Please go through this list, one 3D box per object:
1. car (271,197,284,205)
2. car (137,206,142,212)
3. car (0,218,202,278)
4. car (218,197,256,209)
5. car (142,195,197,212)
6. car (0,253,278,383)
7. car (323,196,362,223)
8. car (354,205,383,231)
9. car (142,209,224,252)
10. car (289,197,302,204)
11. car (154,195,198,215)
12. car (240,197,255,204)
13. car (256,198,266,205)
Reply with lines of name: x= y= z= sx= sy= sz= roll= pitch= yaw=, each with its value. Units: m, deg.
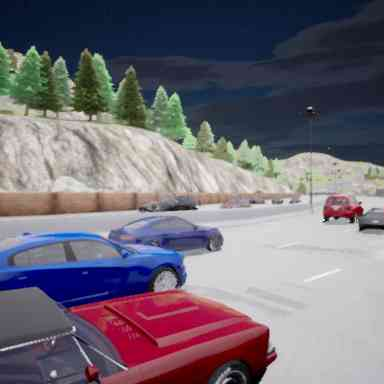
car: x=17.430 y=1.802 z=67.516 sx=1.837 sy=1.490 sz=4.892 roll=0 pitch=0 yaw=25
car: x=-4.155 y=1.746 z=40.152 sx=2.033 sy=1.411 sz=5.357 roll=0 pitch=0 yaw=33
car: x=-2.397 y=1.514 z=6.651 sx=5.008 sy=1.535 sz=1.882 roll=0 pitch=0 yaw=-37
car: x=4.496 y=1.512 z=34.422 sx=2.097 sy=1.767 sz=4.553 roll=0 pitch=0 yaw=33
car: x=-1.744 y=1.378 z=31.711 sx=2.150 sy=2.045 sz=5.566 roll=0 pitch=0 yaw=38
car: x=-1.414 y=1.618 z=2.977 sx=4.718 sy=1.301 sz=1.895 roll=0 pitch=0 yaw=-36
car: x=12.162 y=1.336 z=26.686 sx=2.150 sy=2.045 sz=5.566 roll=0 pitch=0 yaw=36
car: x=11.655 y=1.649 z=20.333 sx=1.994 sy=1.385 sz=4.181 roll=0 pitch=0 yaw=40
car: x=-0.885 y=1.587 z=12.347 sx=4.674 sy=1.442 sz=1.812 roll=0 pitch=0 yaw=-40
car: x=20.512 y=1.792 z=65.847 sx=1.837 sy=1.490 sz=4.892 roll=0 pitch=0 yaw=25
car: x=-1.696 y=1.406 z=37.615 sx=2.150 sy=2.045 sz=5.566 roll=0 pitch=-1 yaw=34
car: x=12.205 y=1.874 z=72.835 sx=2.033 sy=1.411 sz=5.357 roll=0 pitch=0 yaw=25
car: x=13.552 y=1.848 z=67.504 sx=2.033 sy=1.411 sz=5.357 roll=0 pitch=0 yaw=25
